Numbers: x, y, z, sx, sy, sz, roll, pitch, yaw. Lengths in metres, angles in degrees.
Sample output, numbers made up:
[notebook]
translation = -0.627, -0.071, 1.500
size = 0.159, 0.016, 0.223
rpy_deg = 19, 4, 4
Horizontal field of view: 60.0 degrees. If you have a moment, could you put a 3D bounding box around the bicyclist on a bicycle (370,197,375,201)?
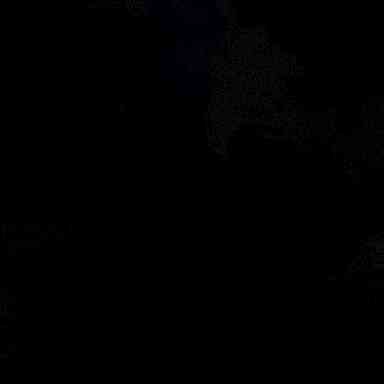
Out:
[bicyclist on a bicycle]
translation = 21.421, 1.410, 39.454
size = 1.656, 1.620, 0.582
rpy_deg = 0, 0, -35
